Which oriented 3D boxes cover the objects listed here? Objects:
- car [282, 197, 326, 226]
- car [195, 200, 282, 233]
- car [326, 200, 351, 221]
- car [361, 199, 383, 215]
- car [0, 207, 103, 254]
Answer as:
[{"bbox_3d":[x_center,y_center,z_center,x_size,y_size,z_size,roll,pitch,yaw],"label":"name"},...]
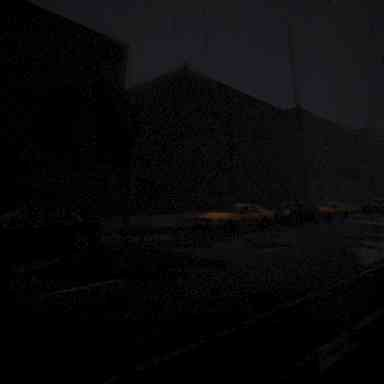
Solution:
[{"bbox_3d":[6.735,1.230,22.459,4.553,1.767,2.185,0,1,-43],"label":"car"},{"bbox_3d":[2.531,1.320,18.546,5.366,1.575,1.946,0,1,-43],"label":"car"},{"bbox_3d":[10.621,1.383,26.076,5.366,1.575,1.946,0,1,-43],"label":"car"},{"bbox_3d":[18.849,1.451,33.735,4.892,1.521,2.231,0,1,-43],"label":"car"},{"bbox_3d":[-5.409,1.263,11.140,4.892,1.521,2.231,0,1,-43],"label":"car"}]
